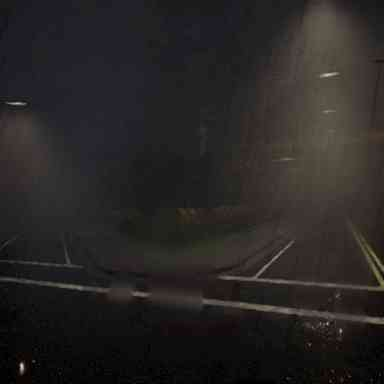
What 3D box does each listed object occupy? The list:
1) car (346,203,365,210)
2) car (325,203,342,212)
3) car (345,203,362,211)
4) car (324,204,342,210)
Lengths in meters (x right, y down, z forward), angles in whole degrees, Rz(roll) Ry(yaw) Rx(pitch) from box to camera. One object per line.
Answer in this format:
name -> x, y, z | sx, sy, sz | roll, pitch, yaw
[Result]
car -> 33.533, 2.968, 68.539 | 1.853, 1.218, 4.536 | -2, -2, 3
car -> 29.842, 3.304, 70.414 | 4.974, 1.542, 2.038 | 0, -3, -42
car -> 33.535, 3.124, 68.481 | 2.038, 1.542, 4.974 | -2, -2, 3
car -> 29.876, 3.147, 70.455 | 4.536, 1.218, 1.853 | 0, -3, -42
